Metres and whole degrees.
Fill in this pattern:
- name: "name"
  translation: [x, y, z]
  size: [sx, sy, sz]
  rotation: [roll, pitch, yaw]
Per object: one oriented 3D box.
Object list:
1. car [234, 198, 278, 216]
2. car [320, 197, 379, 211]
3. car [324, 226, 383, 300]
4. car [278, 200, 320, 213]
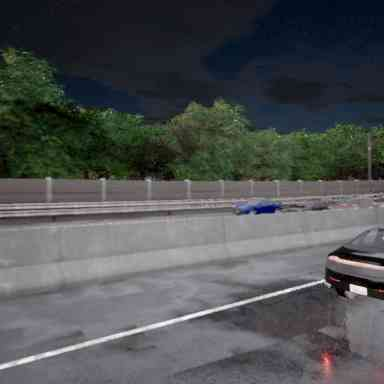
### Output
- name: "car"
  translation: [5.895, 1.346, 29.412]
  size: [5.008, 1.535, 1.882]
  rotation: [-1, 0, -34]
- name: "car"
  translation: [12.226, 1.188, 25.257]
  size: [4.553, 1.767, 2.097]
  rotation: [-1, 1, -34]
- name: "car"
  translation: [4.872, 1.475, 7.166]
  size: [4.902, 1.511, 2.128]
  rotation: [0, 0, -35]
- name: "car"
  translation: [10.115, 1.384, 28.065]
  size: [5.357, 1.411, 2.033]
  rotation: [-1, 0, -34]
